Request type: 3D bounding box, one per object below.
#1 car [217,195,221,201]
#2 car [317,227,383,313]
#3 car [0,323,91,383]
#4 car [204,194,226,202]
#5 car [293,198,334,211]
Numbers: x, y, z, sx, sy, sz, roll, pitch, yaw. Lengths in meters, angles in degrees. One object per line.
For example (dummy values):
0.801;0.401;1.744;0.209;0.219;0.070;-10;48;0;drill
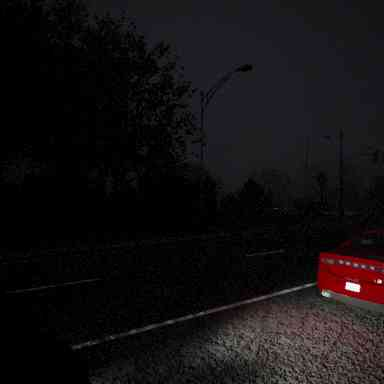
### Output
3.918;1.454;56.637;1.812;1.442;4.674;0;1;-32;car
4.773;1.478;7.128;5.008;1.535;1.882;0;0;-35;car
-2.985;1.492;1.625;4.902;1.511;2.128;0;0;-35;car
4.743;1.292;68.783;2.128;1.511;4.902;0;1;-33;car
14.466;1.477;39.825;1.882;1.535;5.008;0;0;-33;car
